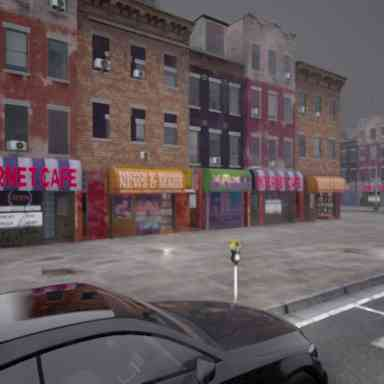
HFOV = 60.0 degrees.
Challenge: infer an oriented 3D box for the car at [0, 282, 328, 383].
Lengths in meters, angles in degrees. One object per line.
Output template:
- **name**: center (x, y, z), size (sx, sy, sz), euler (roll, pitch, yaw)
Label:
- **car**: center (-0.875, 1.525, 2.658), size (4.674, 1.442, 1.812), euler (0, 0, -35)
